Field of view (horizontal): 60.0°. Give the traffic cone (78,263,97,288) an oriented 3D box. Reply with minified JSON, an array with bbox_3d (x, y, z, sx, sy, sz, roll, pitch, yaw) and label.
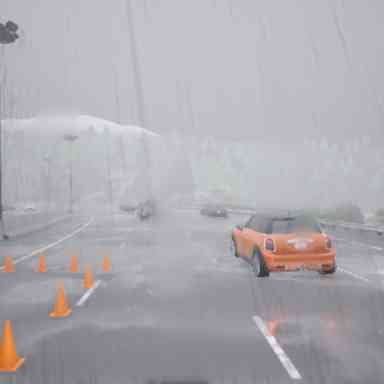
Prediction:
[{"bbox_3d":[-2.633,2.105,8.503,0.340,0.580,0.340,-1,-1,-2],"label":"traffic cone"}]

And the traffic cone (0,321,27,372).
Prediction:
[{"bbox_3d":[-2.490,2.053,4.506,0.340,0.580,0.340,-1,-1,-2],"label":"traffic cone"}]

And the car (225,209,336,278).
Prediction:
[{"bbox_3d":[2.640,1.447,10.726,2.097,1.767,4.553,-1,-1,-5],"label":"car"}]

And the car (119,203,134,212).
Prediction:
[{"bbox_3d":[-10.023,2.404,51.435,1.895,1.301,4.718,-1,-1,-21],"label":"car"}]

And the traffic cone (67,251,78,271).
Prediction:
[{"bbox_3d":[-3.704,2.146,10.466,0.340,0.580,0.340,-1,-1,-2],"label":"traffic cone"}]

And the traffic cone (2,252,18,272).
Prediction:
[{"bbox_3d":[-5.702,2.177,10.394,0.340,0.580,0.340,-1,-1,-2],"label":"traffic cone"}]

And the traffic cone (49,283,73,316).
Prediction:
[{"bbox_3d":[-2.561,2.079,6.504,0.340,0.580,0.340,-1,-1,-2],"label":"traffic cone"}]

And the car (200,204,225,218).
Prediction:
[{"bbox_3d":[2.236,1.970,35.055,1.994,1.385,4.181,-1,-1,-13],"label":"car"}]

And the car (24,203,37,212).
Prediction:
[{"bbox_3d":[-28.686,2.715,59.172,1.812,1.442,4.674,0,-1,-25],"label":"car"}]

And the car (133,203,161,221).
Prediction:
[{"bbox_3d":[-4.362,2.082,32.785,1.895,1.301,4.718,-1,-1,-14],"label":"car"}]

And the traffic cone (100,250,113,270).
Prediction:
[{"bbox_3d":[-2.704,2.131,10.501,0.340,0.580,0.340,-1,-1,-2],"label":"traffic cone"}]

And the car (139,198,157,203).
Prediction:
[{"bbox_3d":[-7.233,2.011,53.874,2.150,2.045,5.566,0,-1,-21],"label":"car"}]

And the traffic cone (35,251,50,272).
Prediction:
[{"bbox_3d":[-4.703,2.162,10.430,0.340,0.580,0.340,-1,-1,-2],"label":"traffic cone"}]

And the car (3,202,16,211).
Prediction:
[{"bbox_3d":[-35.754,2.705,65.158,2.097,1.767,4.553,0,-1,-30],"label":"car"}]
